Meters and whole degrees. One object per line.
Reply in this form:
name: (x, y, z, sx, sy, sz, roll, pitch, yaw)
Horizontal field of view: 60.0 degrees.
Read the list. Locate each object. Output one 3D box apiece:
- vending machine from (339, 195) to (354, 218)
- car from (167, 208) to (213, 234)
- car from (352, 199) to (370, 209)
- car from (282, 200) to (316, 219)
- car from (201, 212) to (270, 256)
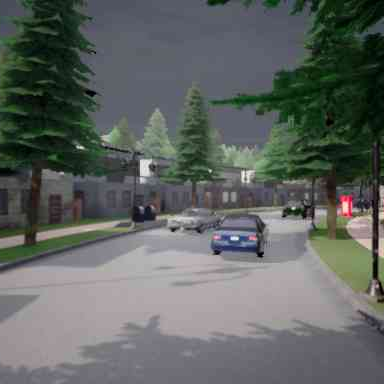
vending machine: (14.371, 1.346, 30.954, 1.100, 2.100, 0.880, 0, 0, 36)
car: (0.232, 1.644, 19.748, 1.895, 1.301, 4.718, 0, 0, 21)
car: (25.634, 1.787, 51.494, 4.674, 1.442, 1.812, 0, 0, -32)
car: (9.976, 1.476, 30.761, 2.097, 1.767, 4.553, 0, 0, 33)
car: (2.053, 1.588, 13.366, 2.033, 1.411, 5.357, 0, 0, 15)
